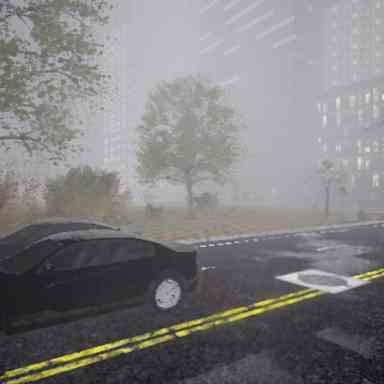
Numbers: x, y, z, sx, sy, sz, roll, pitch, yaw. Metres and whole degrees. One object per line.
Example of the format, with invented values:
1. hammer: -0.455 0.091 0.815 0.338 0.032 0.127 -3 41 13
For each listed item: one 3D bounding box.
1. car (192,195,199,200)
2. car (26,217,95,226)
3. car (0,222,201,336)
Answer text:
1. car: 1.312 1.332 70.626 1.895 1.301 4.718 0 0 -35
2. car: -3.776 1.483 8.977 5.008 1.535 1.882 0 0 -35
3. car: -2.153 1.482 6.142 5.008 1.535 1.882 0 0 -35
